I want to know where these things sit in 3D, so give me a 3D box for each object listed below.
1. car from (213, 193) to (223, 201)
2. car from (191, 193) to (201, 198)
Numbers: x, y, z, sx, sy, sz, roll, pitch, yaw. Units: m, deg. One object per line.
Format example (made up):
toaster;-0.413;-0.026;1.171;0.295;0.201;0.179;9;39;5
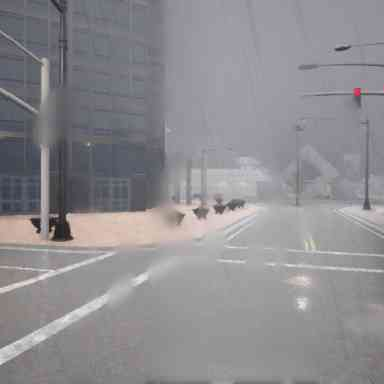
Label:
car;6.018;1.072;77.403;2.097;1.767;4.553;0;0;6
car;1.347;1.134;93.314;4.892;1.490;1.837;0;0;7
